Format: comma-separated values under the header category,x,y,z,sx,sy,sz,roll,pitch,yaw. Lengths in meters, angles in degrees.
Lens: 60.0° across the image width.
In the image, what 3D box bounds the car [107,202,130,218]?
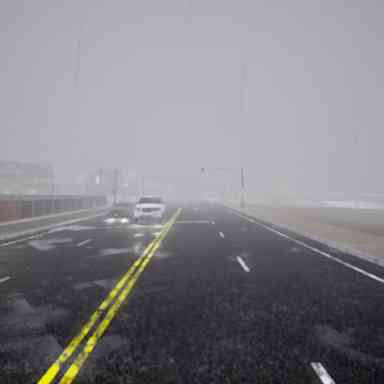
category,x,y,z,sx,sy,sz,roll,pitch,yaw
car,-6.619,1.647,31.697,2.033,1.411,5.357,0,0,0

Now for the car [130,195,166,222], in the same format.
category,x,y,z,sx,sy,sz,roll,pitch,yaw
car,-3.368,1.306,27.435,2.150,2.045,5.566,0,0,0
